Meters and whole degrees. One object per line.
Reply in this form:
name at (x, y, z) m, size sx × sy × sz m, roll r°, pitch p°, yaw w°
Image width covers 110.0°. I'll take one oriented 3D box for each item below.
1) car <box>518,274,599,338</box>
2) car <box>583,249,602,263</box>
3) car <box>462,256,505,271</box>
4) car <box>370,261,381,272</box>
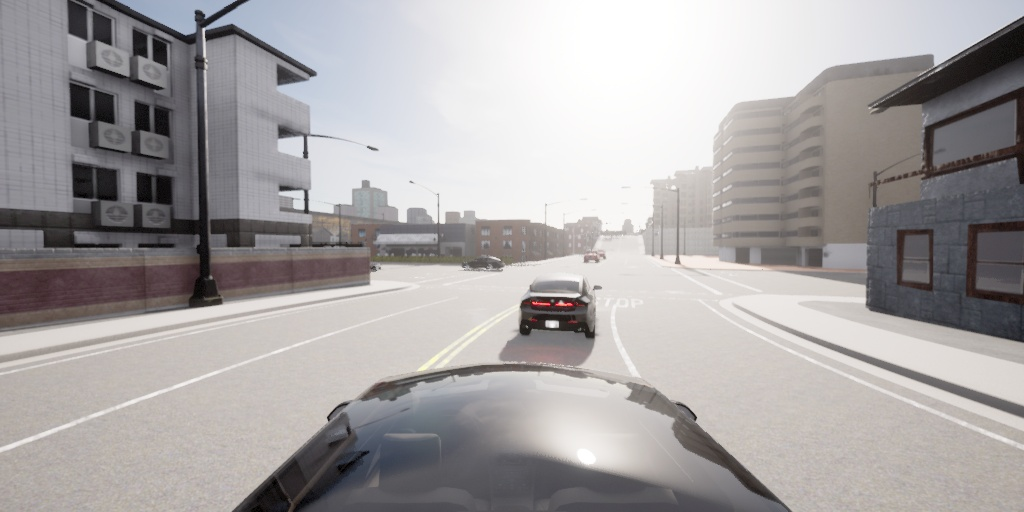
car at (1.448, 1.240, 10.253) m, size 1.837 × 1.490 × 4.892 m, roll 0°, pitch 0°, yaw 13°
car at (13.014, 0.005, 58.530) m, size 2.150 × 2.045 × 5.566 m, roll 0°, pitch 2°, yaw 18°
car at (-3.230, 0.793, 39.532) m, size 4.892 × 1.490 × 1.837 m, roll 1°, pitch 0°, yaw 22°
car at (-15.571, 0.877, 36.268) m, size 4.902 × 1.511 × 2.128 m, roll 0°, pitch 2°, yaw 20°
